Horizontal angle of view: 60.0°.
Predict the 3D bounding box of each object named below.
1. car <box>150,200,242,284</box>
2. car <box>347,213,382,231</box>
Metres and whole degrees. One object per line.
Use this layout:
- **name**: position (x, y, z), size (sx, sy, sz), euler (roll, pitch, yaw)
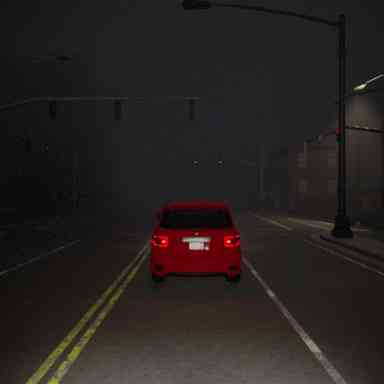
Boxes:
- **car**: position (0.091, 1.233, 9.766), size (2.150, 2.045, 5.566), euler (0, 0, 0)
- **car**: position (15.830, 2.594, 29.595), size (4.892, 1.490, 1.837), euler (9, 0, 0)
